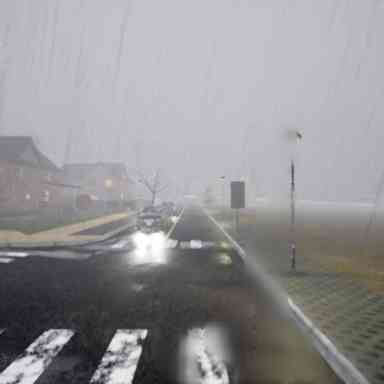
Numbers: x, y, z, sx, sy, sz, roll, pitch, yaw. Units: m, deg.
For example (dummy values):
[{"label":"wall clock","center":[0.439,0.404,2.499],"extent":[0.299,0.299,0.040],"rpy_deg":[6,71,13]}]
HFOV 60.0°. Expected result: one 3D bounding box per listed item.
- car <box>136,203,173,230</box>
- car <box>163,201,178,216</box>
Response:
[{"label":"car","center":[-2.764,1.800,23.775],"extent":[2.128,1.511,4.902],"rpy_deg":[0,-1,0]},{"label":"car","center":[-2.771,1.855,38.864],"extent":[2.097,1.767,4.553],"rpy_deg":[0,-1,0]}]
